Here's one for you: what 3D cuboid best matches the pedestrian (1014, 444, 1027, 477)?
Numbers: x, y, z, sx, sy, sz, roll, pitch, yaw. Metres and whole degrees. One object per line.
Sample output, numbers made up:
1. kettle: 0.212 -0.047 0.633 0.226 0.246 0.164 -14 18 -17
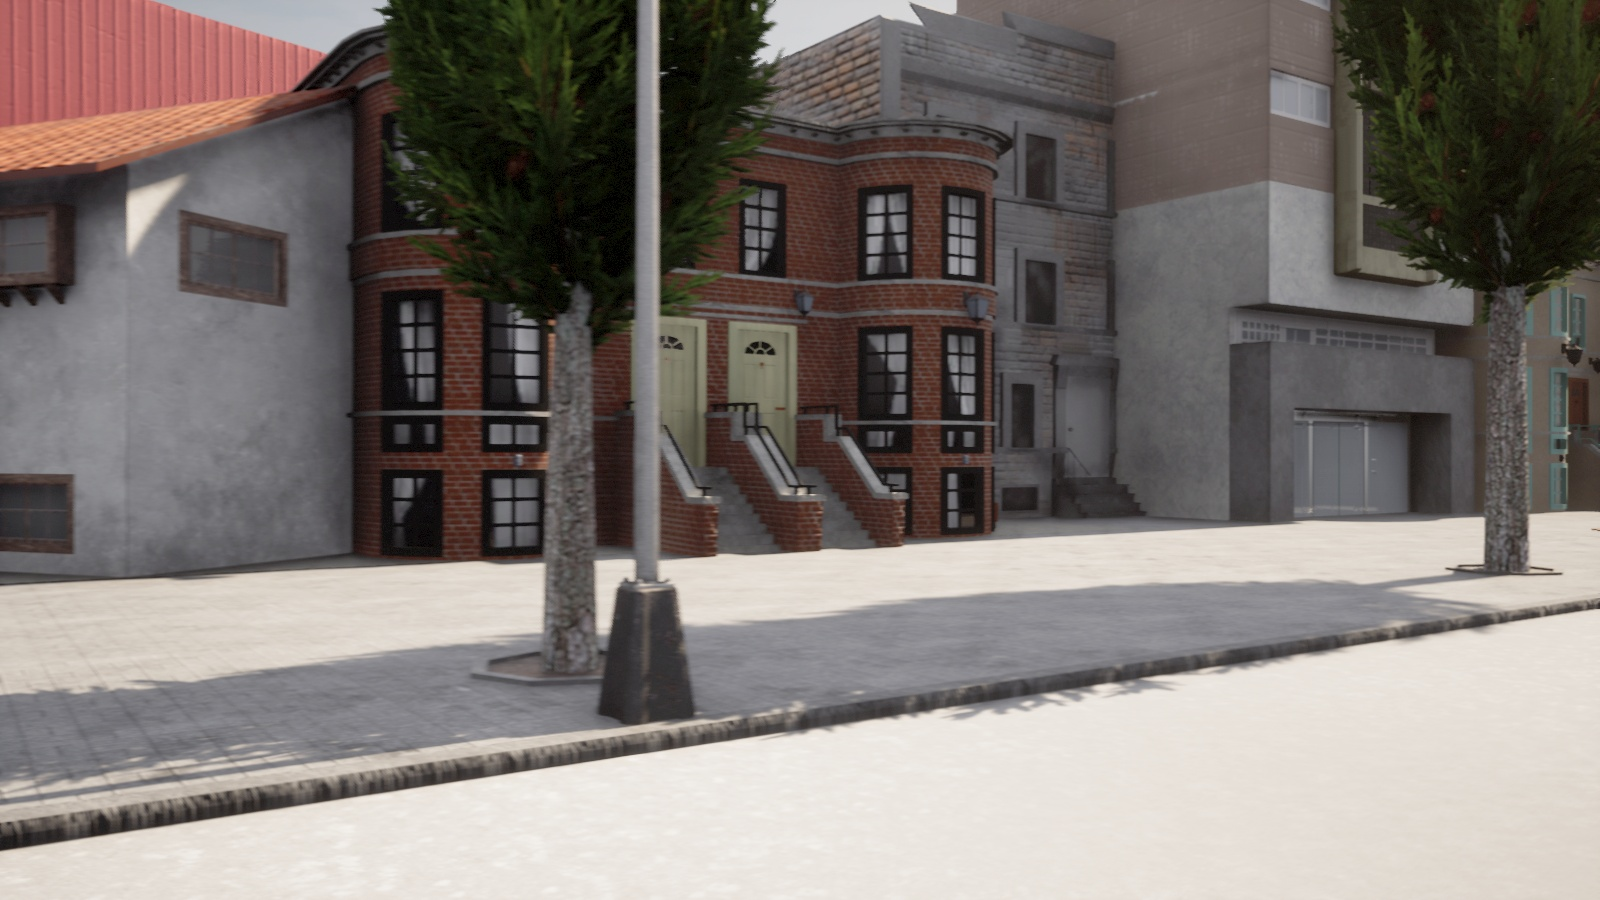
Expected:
1. pedestrian: 12.807 0.602 72.937 0.396 1.930 0.692 0 0 -36
